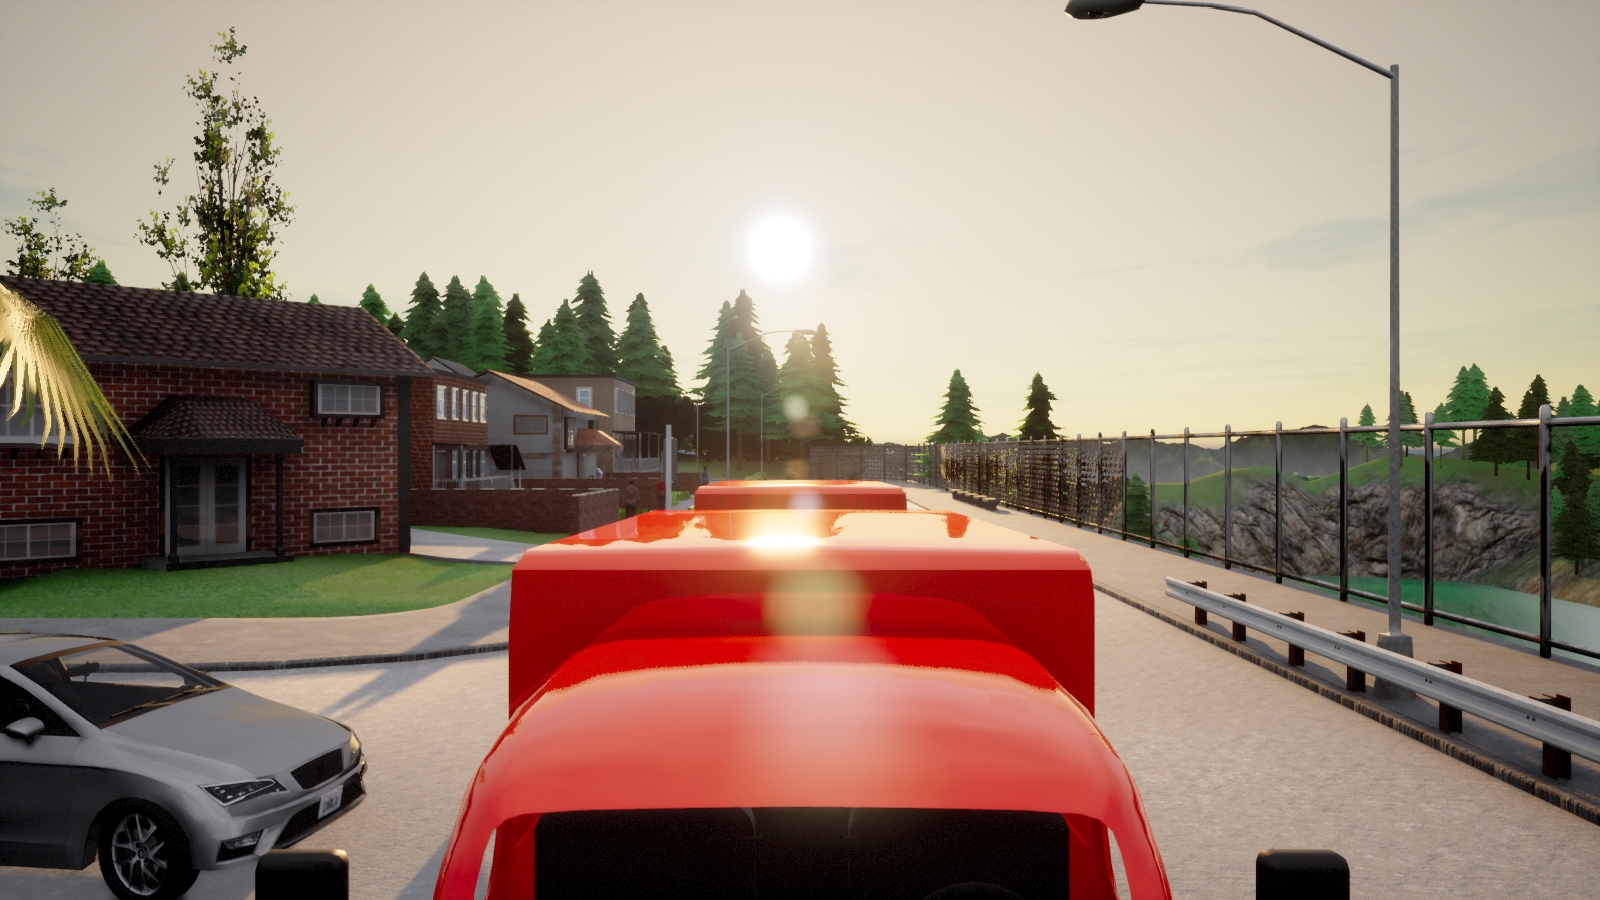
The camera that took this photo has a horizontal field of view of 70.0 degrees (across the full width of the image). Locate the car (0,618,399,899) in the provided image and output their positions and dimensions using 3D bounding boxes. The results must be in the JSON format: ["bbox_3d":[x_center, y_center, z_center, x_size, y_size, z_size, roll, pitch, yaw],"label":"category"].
[{"bbox_3d":[-5.218,2.069,7.982,4.193,1.474,1.816,0,0,8],"label":"car"}]

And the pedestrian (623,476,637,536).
[{"bbox_3d":[-5.345,1.760,35.880,0.375,1.860,0.375,0,0,-1],"label":"pedestrian"}]

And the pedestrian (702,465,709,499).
[{"bbox_3d":[-5.293,1.771,63.816,0.375,1.860,0.375,0,0,0],"label":"pedestrian"}]

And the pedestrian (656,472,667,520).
[{"bbox_3d":[-5.313,1.763,43.880,0.375,1.860,0.375,0,0,0],"label":"pedestrian"}]

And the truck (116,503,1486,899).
[{"bbox_3d":[0.003,1.571,4.792,2.627,2.467,5.204,0,0,0],"label":"truck"}]
